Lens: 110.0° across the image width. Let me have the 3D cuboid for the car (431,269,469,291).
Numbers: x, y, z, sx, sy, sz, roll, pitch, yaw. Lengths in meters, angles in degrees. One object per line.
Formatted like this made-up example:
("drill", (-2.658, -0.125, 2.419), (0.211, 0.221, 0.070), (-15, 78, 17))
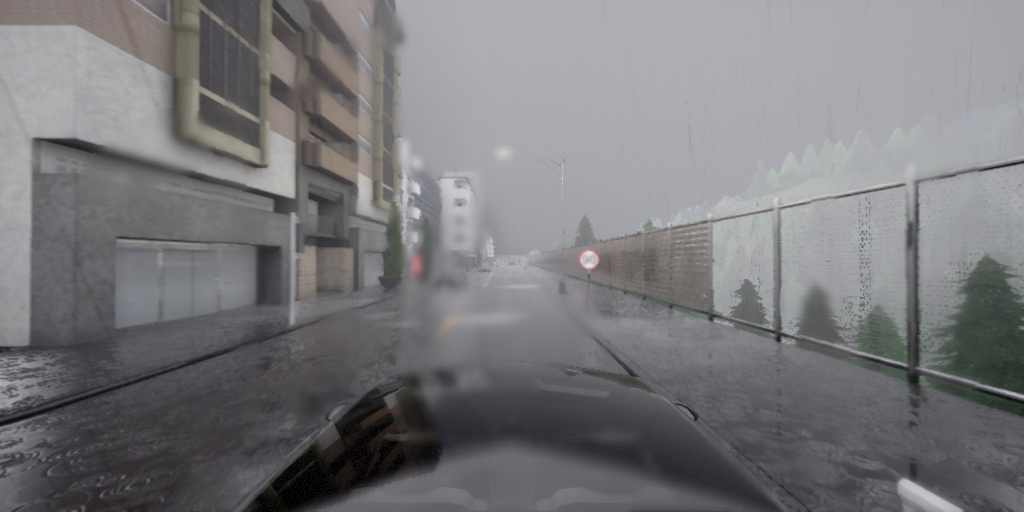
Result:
("car", (-4.009, 1.578, 23.787), (1.895, 1.301, 4.718), (0, 0, 0))

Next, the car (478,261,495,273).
("car", (-4.025, 1.810, 54.256), (1.837, 1.490, 4.892), (0, 1, 0))
